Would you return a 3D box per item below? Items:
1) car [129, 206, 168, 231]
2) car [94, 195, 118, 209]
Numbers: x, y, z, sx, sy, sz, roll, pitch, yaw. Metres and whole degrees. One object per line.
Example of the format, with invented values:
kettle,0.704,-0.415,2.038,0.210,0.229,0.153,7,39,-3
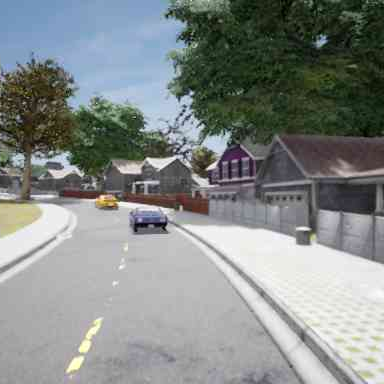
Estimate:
car,-2.719,1.508,19.930,1.895,1.301,4.718,0,1,-14
car,-9.873,1.106,38.071,1.882,1.535,5.008,1,1,-28
